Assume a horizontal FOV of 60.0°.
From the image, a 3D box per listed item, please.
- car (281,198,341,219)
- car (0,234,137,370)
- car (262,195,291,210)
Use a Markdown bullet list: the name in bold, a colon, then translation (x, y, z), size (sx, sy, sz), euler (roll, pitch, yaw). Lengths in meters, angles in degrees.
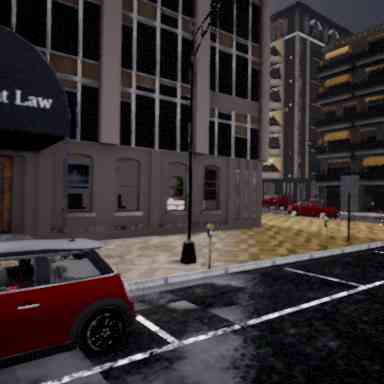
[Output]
- **car**: translation (10.218, 1.505, 28.058), size (1.887, 1.381, 4.507), euler (3, -1, -36)
- **car**: translation (-2.922, 1.441, 4.464), size (4.097, 1.590, 1.967), euler (1, 0, -36)
- **car**: translation (10.365, 1.262, 42.144), size (2.192, 1.841, 5.009), euler (2, -1, -36)
